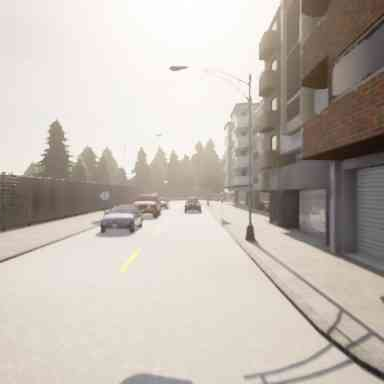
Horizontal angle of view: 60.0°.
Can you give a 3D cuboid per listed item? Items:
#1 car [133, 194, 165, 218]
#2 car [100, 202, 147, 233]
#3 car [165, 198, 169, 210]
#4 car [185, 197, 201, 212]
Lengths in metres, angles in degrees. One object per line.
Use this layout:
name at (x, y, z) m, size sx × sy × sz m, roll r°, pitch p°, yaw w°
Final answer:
car at (-4.059, 1.225, 30.590) m, size 2.150 × 2.045 × 5.566 m, roll 0°, pitch 0°, yaw 0°
car at (-4.079, 1.528, 19.914) m, size 1.812 × 1.442 × 4.674 m, roll 0°, pitch 0°, yaw 0°
car at (-4.032, 1.512, 43.801) m, size 1.837 × 1.490 × 4.892 m, roll 0°, pitch -1°, yaw 0°
car at (0.095, 1.605, 39.252) m, size 1.895 × 1.301 × 4.718 m, roll 0°, pitch 0°, yaw 0°
